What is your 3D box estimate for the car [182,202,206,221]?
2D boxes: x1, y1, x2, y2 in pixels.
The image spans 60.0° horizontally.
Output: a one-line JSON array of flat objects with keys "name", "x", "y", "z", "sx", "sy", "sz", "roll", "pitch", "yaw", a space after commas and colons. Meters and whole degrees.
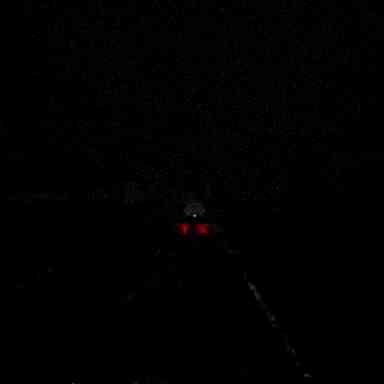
[{"name": "car", "x": 0.198, "y": 1.573, "z": 27.041, "sx": 1.812, "sy": 1.442, "sz": 4.674, "roll": 0, "pitch": -1, "yaw": 0}]
